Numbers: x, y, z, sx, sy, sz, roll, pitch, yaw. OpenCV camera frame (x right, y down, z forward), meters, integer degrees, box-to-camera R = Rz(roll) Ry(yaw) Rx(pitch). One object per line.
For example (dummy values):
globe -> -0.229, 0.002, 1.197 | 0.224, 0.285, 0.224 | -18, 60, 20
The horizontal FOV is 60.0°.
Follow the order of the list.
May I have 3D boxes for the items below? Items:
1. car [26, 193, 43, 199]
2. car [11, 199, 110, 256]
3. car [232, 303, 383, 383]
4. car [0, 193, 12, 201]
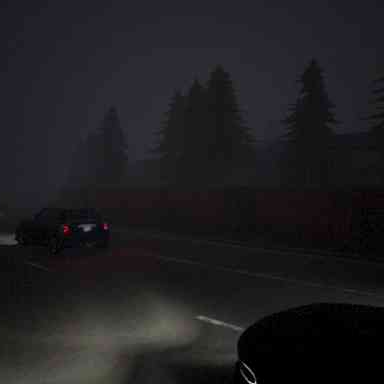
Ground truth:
car -> -39.507, 1.061, 83.535 | 2.097, 1.767, 4.553 | 0, 0, 6
car -> -5.293, 1.336, 13.392 | 4.553, 1.767, 2.097 | 0, 0, 44
car -> 2.668, 1.500, 2.215 | 5.008, 1.535, 1.882 | 0, 0, 35
car -> -39.409, 1.043, 69.325 | 2.097, 1.767, 4.553 | 0, 0, -3
